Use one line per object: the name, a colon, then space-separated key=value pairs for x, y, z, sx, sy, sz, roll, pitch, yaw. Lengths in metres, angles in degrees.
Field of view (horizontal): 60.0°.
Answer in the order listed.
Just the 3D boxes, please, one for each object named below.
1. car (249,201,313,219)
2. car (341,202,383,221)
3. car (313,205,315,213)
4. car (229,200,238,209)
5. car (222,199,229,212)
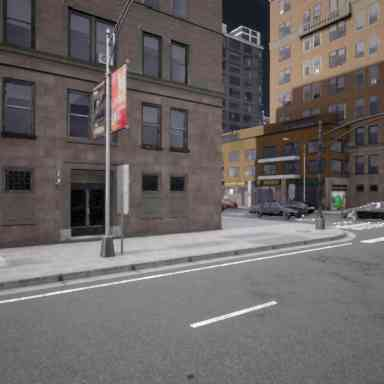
car: x=7.428 y=1.541 z=29.170 sx=2.033 sy=1.411 sz=5.357 roll=0 pitch=0 yaw=-37
car: x=13.997 y=1.499 z=25.254 sx=4.902 sy=1.511 sz=2.128 roll=0 pitch=1 yaw=38
car: x=10.545 y=1.580 z=34.298 sx=1.947 sy=1.339 sz=4.313 roll=0 pitch=0 yaw=-35
car: x=4.182 y=1.594 z=43.298 sx=1.802 sy=1.307 sz=4.206 roll=0 pitch=0 yaw=-35
car: x=1.645 y=1.592 z=37.379 sx=1.895 sy=1.301 sz=4.718 roll=0 pitch=0 yaw=-35
